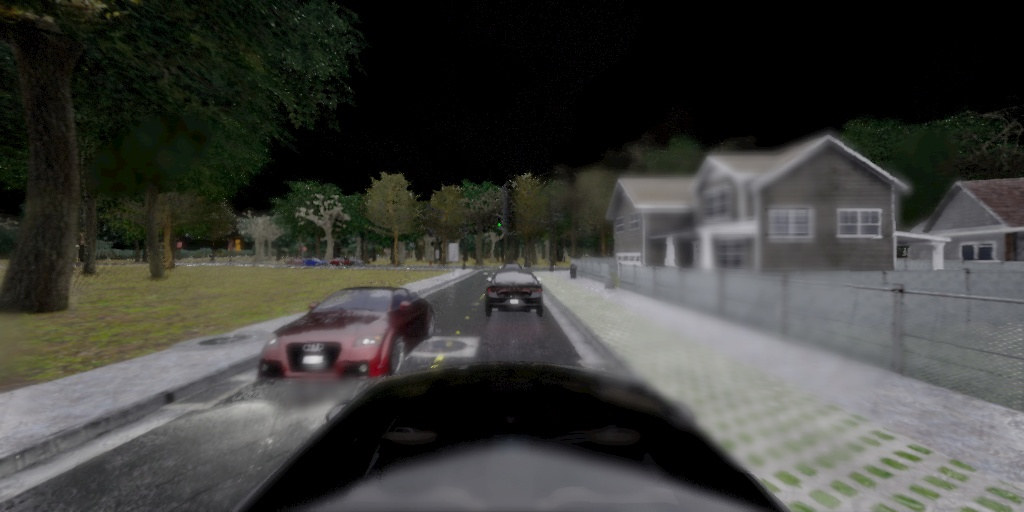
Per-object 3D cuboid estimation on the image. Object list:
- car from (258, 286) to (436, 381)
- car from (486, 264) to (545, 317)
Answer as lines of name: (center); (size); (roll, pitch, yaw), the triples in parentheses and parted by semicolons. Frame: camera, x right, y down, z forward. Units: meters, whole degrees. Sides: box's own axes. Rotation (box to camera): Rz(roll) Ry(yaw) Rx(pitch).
car: (-2.849, 1.309, 7.153); (1.994, 1.385, 4.181); (0, 0, 0)
car: (0.101, 1.217, 13.234); (1.882, 1.535, 5.008); (0, 0, 0)
